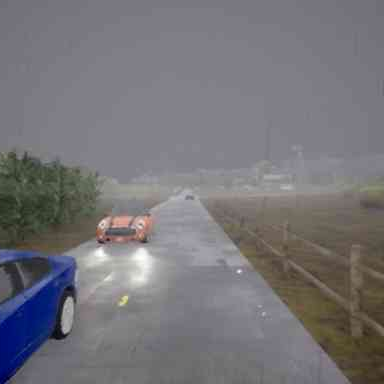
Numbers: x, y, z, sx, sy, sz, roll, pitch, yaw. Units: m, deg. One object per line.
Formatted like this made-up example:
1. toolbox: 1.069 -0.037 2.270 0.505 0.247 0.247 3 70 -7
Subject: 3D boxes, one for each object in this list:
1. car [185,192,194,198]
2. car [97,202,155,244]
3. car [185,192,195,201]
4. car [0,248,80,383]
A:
1. car: -0.499 0.737 78.978 2.033 1.411 5.357 0 1 0
2. car: -2.941 1.326 15.622 2.097 1.767 4.553 0 0 -1
3. car: -0.431 0.970 68.601 1.882 1.535 5.008 0 1 0
4. car: -2.868 1.484 3.758 1.882 1.535 5.008 0 0 0
